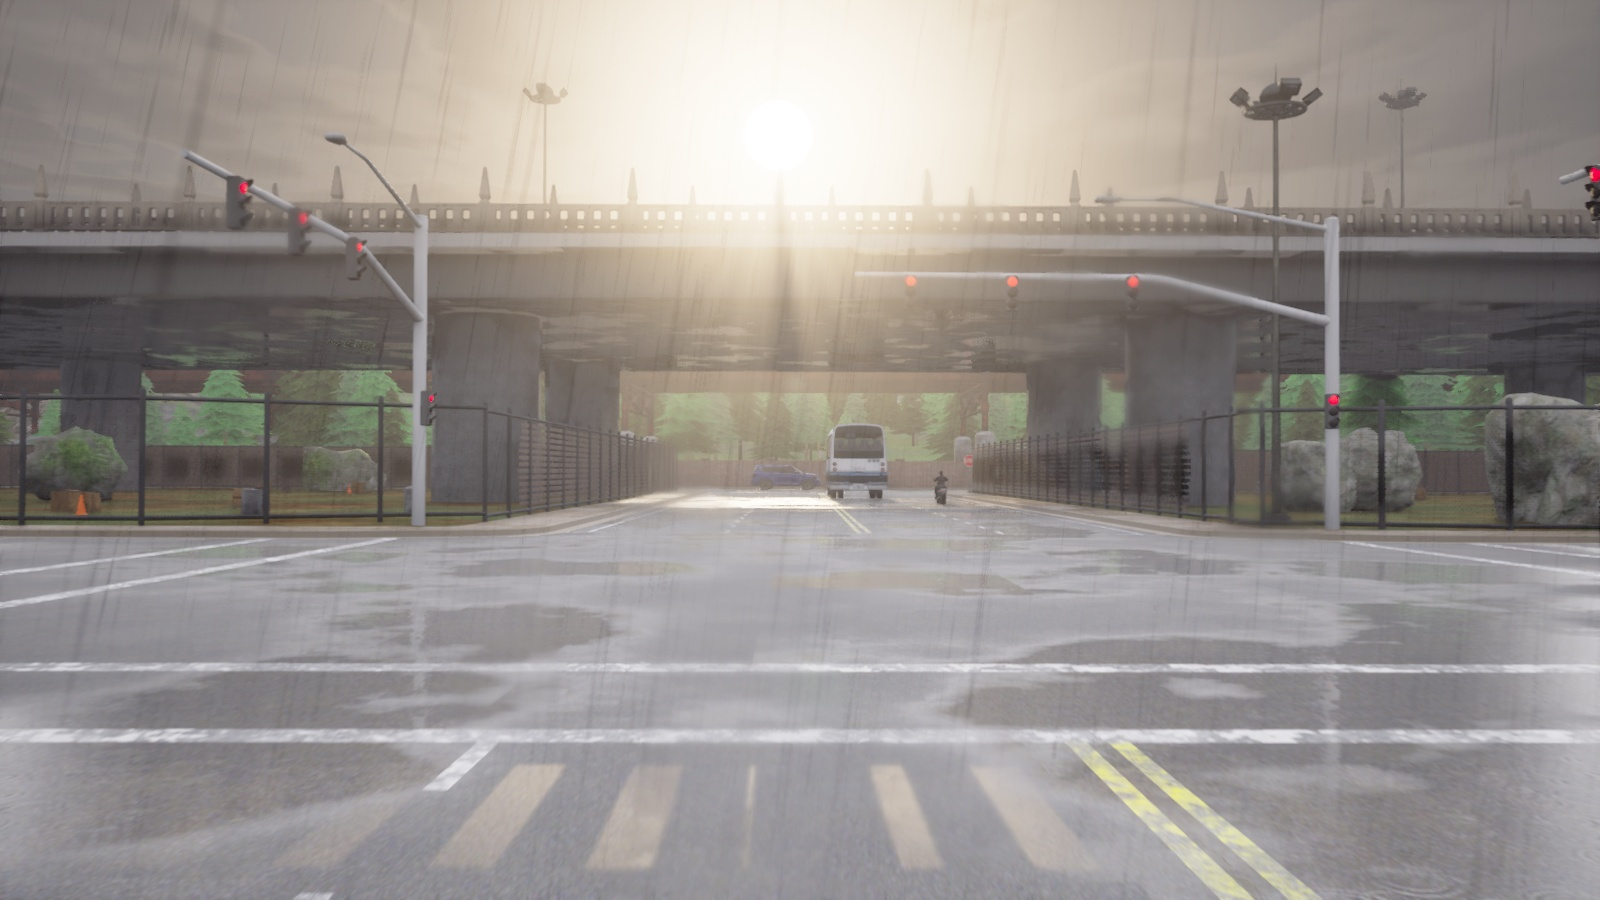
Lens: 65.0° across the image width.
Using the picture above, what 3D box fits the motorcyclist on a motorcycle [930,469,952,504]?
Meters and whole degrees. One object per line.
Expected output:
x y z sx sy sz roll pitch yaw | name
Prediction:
6.817 1.757 60.871 0.766 1.649 2.350 0 -1 0 | motorcyclist on a motorcycle

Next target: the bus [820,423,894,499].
3.267 0.692 75.660 3.944 4.253 10.273 0 -1 0 | bus
